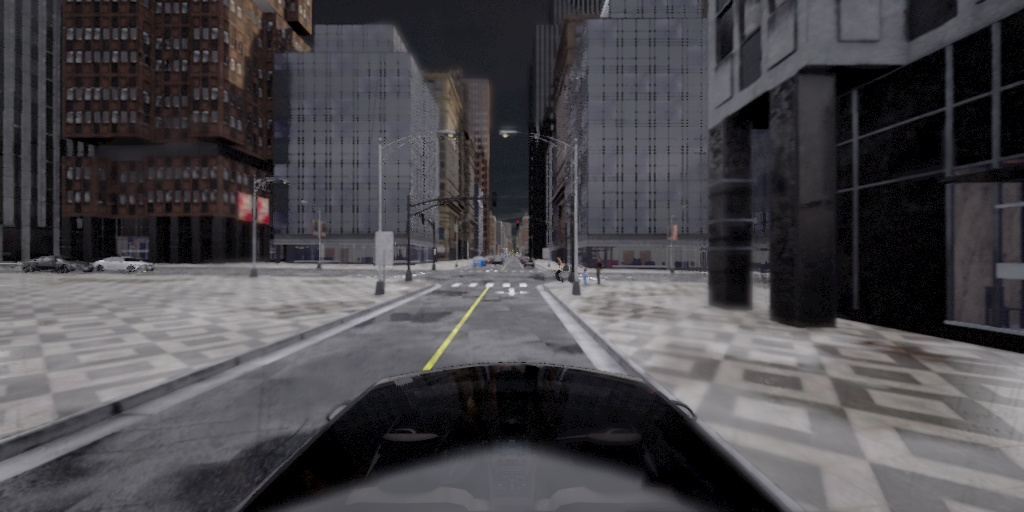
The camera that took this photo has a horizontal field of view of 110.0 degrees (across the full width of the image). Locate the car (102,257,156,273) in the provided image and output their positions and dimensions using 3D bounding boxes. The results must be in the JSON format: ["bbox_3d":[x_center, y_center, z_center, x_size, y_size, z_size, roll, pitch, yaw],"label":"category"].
[{"bbox_3d":[-35.708,0.777,33.080,4.674,1.442,1.812,1,0,0],"label":"car"}]

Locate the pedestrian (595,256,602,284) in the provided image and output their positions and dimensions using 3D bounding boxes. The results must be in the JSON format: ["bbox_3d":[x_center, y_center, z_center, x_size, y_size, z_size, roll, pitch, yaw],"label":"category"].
[{"bbox_3d":[5.626,0.905,23.363,0.375,1.860,0.375,0,0,0],"label":"pedestrian"}]

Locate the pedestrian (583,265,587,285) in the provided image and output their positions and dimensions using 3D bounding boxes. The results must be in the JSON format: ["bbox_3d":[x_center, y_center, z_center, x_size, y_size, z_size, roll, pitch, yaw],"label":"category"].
[{"bbox_3d":[4.631,1.159,22.762,0.375,1.300,0.375,0,0,0],"label":"pedestrian"}]

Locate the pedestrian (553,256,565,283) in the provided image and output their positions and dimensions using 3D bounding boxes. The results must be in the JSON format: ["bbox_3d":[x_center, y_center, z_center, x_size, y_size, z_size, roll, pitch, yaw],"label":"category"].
[{"bbox_3d":[3.149,0.862,23.962,0.375,1.860,0.375,0,0,0],"label":"pedestrian"}]

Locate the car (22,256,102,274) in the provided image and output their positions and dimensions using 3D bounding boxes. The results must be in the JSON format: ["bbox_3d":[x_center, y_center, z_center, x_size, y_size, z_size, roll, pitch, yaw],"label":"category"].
[{"bbox_3d":[-37.745,0.744,29.844,4.674,1.442,1.812,1,0,0],"label":"car"}]

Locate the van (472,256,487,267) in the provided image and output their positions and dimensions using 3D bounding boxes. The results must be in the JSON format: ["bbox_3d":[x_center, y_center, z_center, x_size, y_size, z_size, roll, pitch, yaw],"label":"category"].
[{"bbox_3d":[-5.650,0.974,60.301,1.690,1.789,3.998,0,0,0],"label":"van"}]

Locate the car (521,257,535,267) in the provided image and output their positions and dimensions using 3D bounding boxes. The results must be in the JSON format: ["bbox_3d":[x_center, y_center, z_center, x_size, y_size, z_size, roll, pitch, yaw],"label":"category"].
[{"bbox_3d":[2.875,1.200,60.248,1.948,1.339,4.313,0,0,0],"label":"car"}]
